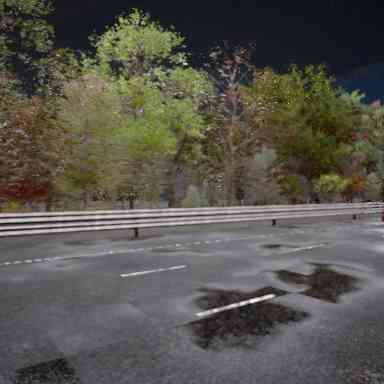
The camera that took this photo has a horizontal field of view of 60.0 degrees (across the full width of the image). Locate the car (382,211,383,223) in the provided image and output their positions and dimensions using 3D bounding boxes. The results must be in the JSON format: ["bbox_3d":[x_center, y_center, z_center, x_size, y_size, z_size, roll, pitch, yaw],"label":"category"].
[{"bbox_3d":[15.157,1.579,23.132,5.008,1.535,1.882,0,0,-35],"label":"car"}]
